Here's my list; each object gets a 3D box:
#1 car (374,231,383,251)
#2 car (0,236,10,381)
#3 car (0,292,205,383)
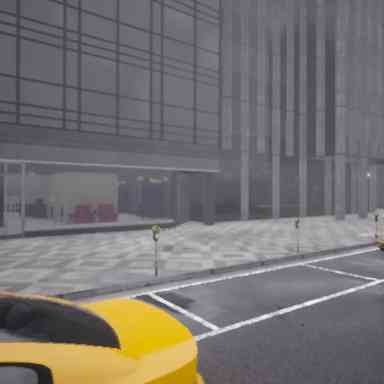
[{"bbox_3d":[9.159,1.623,13.336,4.829,1.417,1.752,1,-1,-34],"label":"car"},{"bbox_3d":[-4.431,1.431,3.602,4.097,1.590,1.967,0,0,-36],"label":"car"},{"bbox_3d":[-2.230,1.472,1.785,5.008,1.535,1.882,0,0,-36],"label":"car"}]
